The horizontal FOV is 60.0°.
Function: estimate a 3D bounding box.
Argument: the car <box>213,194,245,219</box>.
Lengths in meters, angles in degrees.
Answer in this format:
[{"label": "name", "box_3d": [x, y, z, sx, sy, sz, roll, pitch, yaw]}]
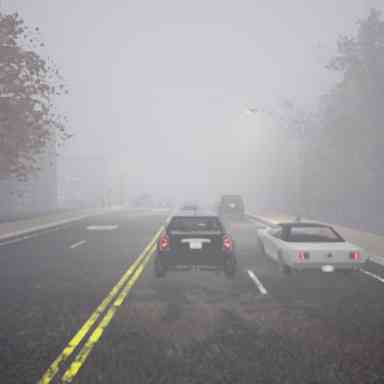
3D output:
[{"label": "car", "box_3d": [3.122, 1.202, 28.629, 2.150, 2.045, 5.566, 0, 0, -1]}]

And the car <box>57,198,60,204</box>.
[{"label": "car", "box_3d": [-29.175, 1.776, 68.157, 4.403, 1.369, 2.008, -1, 1, -1]}]

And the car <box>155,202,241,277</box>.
[{"label": "car", "box_3d": [0.089, 1.345, 10.398, 2.097, 1.767, 4.553, 0, 0, 0]}]

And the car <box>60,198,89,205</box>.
[{"label": "car", "box_3d": [-20.702, 1.783, 59.785, 4.313, 1.339, 1.947, -1, 1, -1]}]

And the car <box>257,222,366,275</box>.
[{"label": "car", "box_3d": [3.342, 1.594, 10.405, 1.895, 1.301, 4.718, 0, 0, 0]}]

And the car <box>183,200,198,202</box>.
[{"label": "car", "box_3d": [-0.132, 1.473, 28.795, 2.128, 1.511, 4.902, 0, 0, -1]}]

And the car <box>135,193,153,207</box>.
[{"label": "car", "box_3d": [-7.098, 1.196, 49.966, 2.150, 2.045, 5.566, 0, 0, -1]}]

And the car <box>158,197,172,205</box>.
[{"label": "car", "box_3d": [-3.834, 1.463, 47.734, 2.128, 1.511, 4.902, 0, 0, 0]}]
